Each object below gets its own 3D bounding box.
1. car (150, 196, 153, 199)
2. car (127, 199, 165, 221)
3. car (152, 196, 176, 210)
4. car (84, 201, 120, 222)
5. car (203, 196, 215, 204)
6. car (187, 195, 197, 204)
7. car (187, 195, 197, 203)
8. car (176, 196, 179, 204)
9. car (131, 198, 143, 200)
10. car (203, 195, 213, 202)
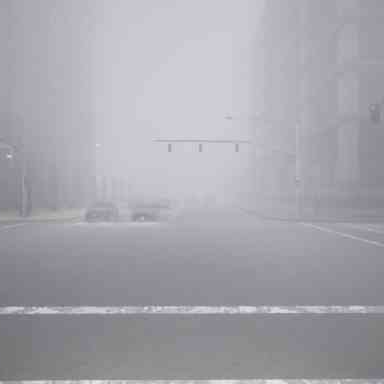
[{"bbox_3d":[-7.028,1.505,64.586,1.837,1.490,4.892,0,0,1],"label":"car"},{"bbox_3d":[-3.597,1.542,26.873,2.033,1.411,5.357,0,0,0],"label":"car"},{"bbox_3d":[-3.594,1.547,42.610,2.033,1.411,5.357,0,0,0],"label":"car"},{"bbox_3d":[-7.097,1.500,26.582,1.837,1.490,4.892,0,-1,0],"label":"car"},{"bbox_3d":[3.510,1.491,64.620,2.128,1.511,4.902,0,0,0],"label":"car"},{"bbox_3d":[0.009,1.491,64.309,2.128,1.511,4.902,0,0,0],"label":"car"},{"bbox_3d":[0.011,1.508,73.696,2.128,1.511,4.902,0,0,0],"label":"car"},{"bbox_3d":[-3.523,1.477,65.081,1.882,1.535,5.008,0,0,1],"label":"car"},{"bbox_3d":[-7.092,1.504,43.087,1.837,1.490,4.892,0,0,0],"label":"car"},{"bbox_3d":[3.511,1.507,73.695,1.812,1.442,4.674,0,0,0],"label":"car"}]
